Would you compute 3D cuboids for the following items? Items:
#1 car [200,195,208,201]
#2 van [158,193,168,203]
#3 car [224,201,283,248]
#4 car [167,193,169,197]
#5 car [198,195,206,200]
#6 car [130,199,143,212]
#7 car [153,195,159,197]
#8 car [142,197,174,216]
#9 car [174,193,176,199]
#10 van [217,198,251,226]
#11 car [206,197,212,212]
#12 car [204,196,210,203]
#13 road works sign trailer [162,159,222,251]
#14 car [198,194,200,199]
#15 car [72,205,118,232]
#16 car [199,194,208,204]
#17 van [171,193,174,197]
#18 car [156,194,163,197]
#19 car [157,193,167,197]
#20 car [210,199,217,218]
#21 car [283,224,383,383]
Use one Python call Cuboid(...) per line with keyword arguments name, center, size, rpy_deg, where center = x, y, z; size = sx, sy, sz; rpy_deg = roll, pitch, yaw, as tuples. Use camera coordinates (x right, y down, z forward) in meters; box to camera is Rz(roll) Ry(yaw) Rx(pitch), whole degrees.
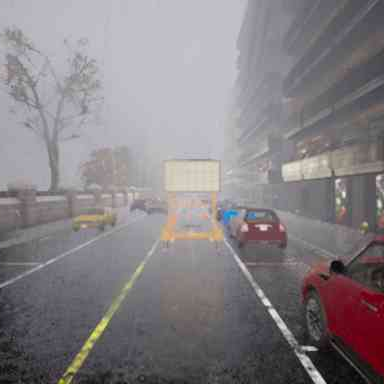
Cuboid(name="car", center=(2.701, 1.391, 76.369), size=(1.802, 1.307, 4.206), rpy_deg=(0, 0, 0))
Cuboid(name="van", center=(-5.681, 1.167, 65.108), size=(1.690, 1.788, 3.998), rpy_deg=(0, 0, 0))
Cuboid(name="car", center=(2.693, 1.395, 14.435), size=(1.967, 1.590, 4.097), rpy_deg=(0, 0, 0))
Cuboid(name="car", center=(-5.682, 1.150, 59.477), size=(2.192, 1.841, 5.009), rpy_deg=(0, 0, 0))
Cuboid(name="car", center=(2.702, 1.358, 87.629), size=(1.947, 1.339, 4.313), rpy_deg=(0, 0, 0))
Cuboid(name="car", center=(-5.684, 1.452, 36.960), size=(1.947, 1.339, 4.313), rpy_deg=(0, 0, 0))
Cuboid(name="car", center=(-5.684, 1.451, 42.590), size=(1.802, 1.307, 4.206), rpy_deg=(0, 0, 0))
Cuboid(name="car", center=(-3.094, 1.450, 31.609), size=(2.033, 1.411, 5.357), rpy_deg=(0, 0, 0))
Cuboid(name="car", center=(-5.678, 1.358, 87.630), size=(1.947, 1.339, 4.313), rpy_deg=(0, 0, 0))
Cuboid(name="van", center=(2.694, 1.279, 20.066), size=(1.690, 1.788, 3.998), rpy_deg=(0, 0, 0))
Cuboid(name="car", center=(2.695, 1.454, 31.327), size=(2.008, 1.369, 4.403), rpy_deg=(0, 0, 0))
Cuboid(name="car", center=(2.696, 1.431, 36.958), size=(1.887, 1.381, 4.507), rpy_deg=(0, 0, 0))
Cuboid(name="road works sign trailer", center=(0.002, 0.421, 13.883), size=(2.380, 3.560, 2.880), rpy_deg=(0, 0, 0))
Cuboid(name="car", center=(2.700, 1.258, 70.738), size=(1.967, 1.590, 4.097), rpy_deg=(0, 0, 0))
Cuboid(name="car", center=(-5.686, 1.463, 19.898), size=(1.752, 1.417, 4.829), rpy_deg=(0, 0, 0))
Cuboid(name="car", center=(2.698, 1.417, 59.476), size=(1.802, 1.307, 4.206), rpy_deg=(0, 0, 0))
Cuboid(name="van", center=(-5.680, 1.150, 76.369), size=(1.690, 1.788, 3.998), rpy_deg=(0, 0, 0))
Cuboid(name="car", center=(-5.683, 1.399, 48.218), size=(1.887, 1.381, 4.507), rpy_deg=(0, 0, 0))
Cuboid(name="car", center=(-5.682, 1.284, 53.846), size=(1.967, 1.590, 4.097), rpy_deg=(0, 0, 0))
Cuboid(name="car", center=(2.694, 1.487, 25.697), size=(1.947, 1.339, 4.313), rpy_deg=(0, 0, 0))
Cuboid(name="car", center=(2.692, 1.305, 3.174), size=(2.192, 1.841, 5.009), rpy_deg=(0, 0, 0))
